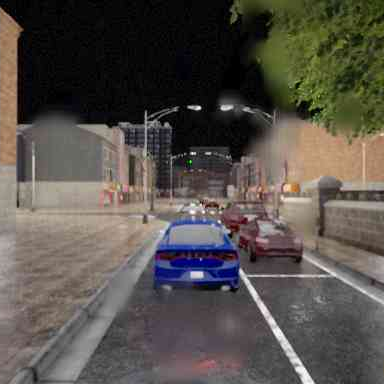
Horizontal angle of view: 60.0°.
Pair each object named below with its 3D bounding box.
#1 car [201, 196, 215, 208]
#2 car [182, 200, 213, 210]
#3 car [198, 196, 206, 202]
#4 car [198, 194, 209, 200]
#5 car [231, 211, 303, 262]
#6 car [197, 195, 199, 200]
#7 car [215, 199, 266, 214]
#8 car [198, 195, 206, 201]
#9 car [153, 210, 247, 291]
[{"bbox_3d":[2.585,1.536,43.629,1.887,1.381,4.507,1,0,0],"label":"car"},{"bbox_3d":[0.070,1.530,22.246,2.033,1.411,5.357,0,0,0],"label":"car"},{"bbox_3d":[2.531,1.642,81.691,1.802,1.307,4.206,0,0,0],"label":"car"},{"bbox_3d":[2.562,1.557,59.941,1.887,1.381,4.507,1,0,0],"label":"car"},{"bbox_3d":[2.630,1.569,11.750,1.802,1.307,4.206,1,0,0],"label":"car"},{"bbox_3d":[2.556,1.337,65.379,2.192,1.841,5.009,1,0,0],"label":"car"},{"bbox_3d":[2.625,1.299,17.199,2.192,1.841,5.009,1,0,0],"label":"car"},{"bbox_3d":[2.524,1.626,87.128,2.008,1.369,4.403,0,0,0],"label":"car"},{"bbox_3d":[0.086,1.467,8.992,1.882,1.535,5.008,0,0,0],"label":"car"}]
